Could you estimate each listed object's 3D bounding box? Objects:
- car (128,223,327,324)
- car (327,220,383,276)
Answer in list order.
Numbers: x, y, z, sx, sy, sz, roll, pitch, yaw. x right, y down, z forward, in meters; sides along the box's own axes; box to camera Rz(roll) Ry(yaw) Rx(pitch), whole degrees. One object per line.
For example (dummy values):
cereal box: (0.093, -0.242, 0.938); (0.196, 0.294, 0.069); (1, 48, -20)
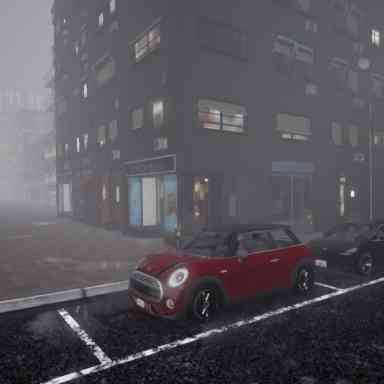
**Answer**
car: (0.709, 1.439, 7.063); (4.097, 1.590, 1.967); (0, -1, -35)
car: (5.280, 1.563, 10.300); (4.313, 1.339, 1.947); (0, -1, -35)
